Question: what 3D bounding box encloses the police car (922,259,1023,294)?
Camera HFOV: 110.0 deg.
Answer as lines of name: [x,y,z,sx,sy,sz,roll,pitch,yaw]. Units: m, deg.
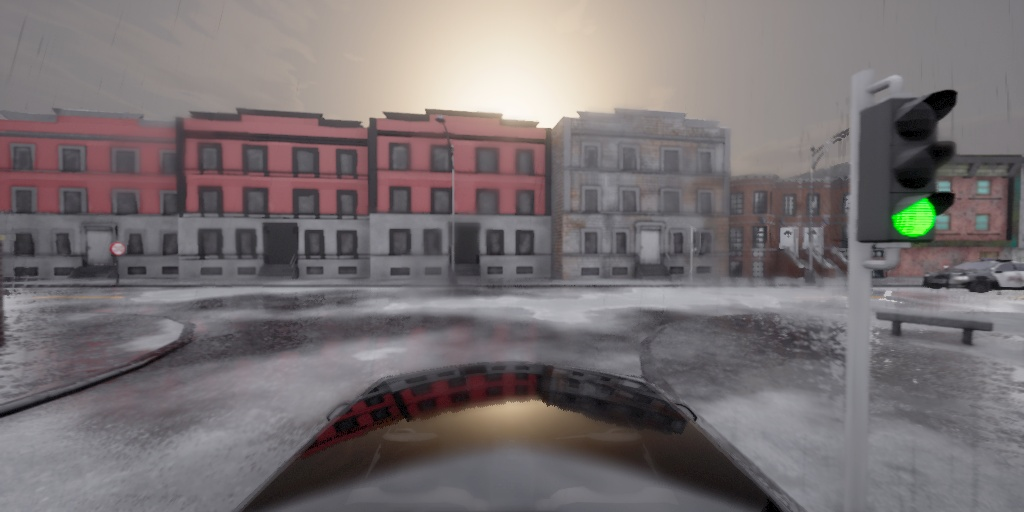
police car: [22.368,0.936,16.862,4.974,1.542,2.038,0,1,0]
